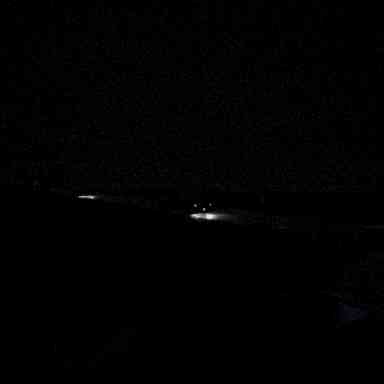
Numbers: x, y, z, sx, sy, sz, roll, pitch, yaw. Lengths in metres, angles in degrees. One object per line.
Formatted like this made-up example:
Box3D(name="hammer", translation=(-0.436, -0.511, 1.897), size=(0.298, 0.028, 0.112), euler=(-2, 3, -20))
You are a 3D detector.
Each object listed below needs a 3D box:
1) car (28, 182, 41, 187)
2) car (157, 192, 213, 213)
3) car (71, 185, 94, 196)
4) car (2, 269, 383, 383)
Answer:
Box3D(name="car", translation=(-39.393, -1.629, 84.114), size=(1.812, 1.442, 4.674), euler=(-1, 1, -36))
Box3D(name="car", translation=(-0.706, 0.722, 25.545), size=(2.033, 1.411, 5.357), euler=(-1, 3, -36))
Box3D(name="car", translation=(-15.109, -0.265, 45.616), size=(2.033, 1.411, 5.357), euler=(-1, 3, -35))
Box3D(name="car", translation=(0.401, 1.564, 3.230), size=(4.181, 1.385, 1.994), euler=(0, 0, -35))
